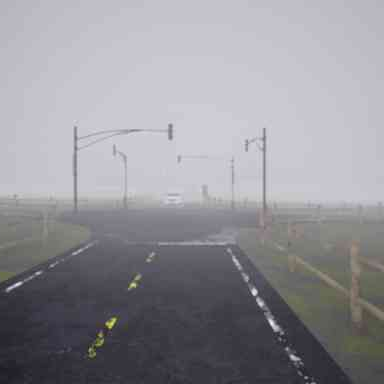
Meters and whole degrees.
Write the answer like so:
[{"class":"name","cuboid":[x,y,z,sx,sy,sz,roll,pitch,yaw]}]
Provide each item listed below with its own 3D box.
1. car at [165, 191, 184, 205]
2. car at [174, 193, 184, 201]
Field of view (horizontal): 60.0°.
[{"class":"car","cuboid":[-2.753,0.981,49.027,2.150,2.045,5.566,0,2,0]},{"class":"car","cuboid":[-2.680,1.050,69.015,1.812,1.442,4.674,0,0,0]}]
